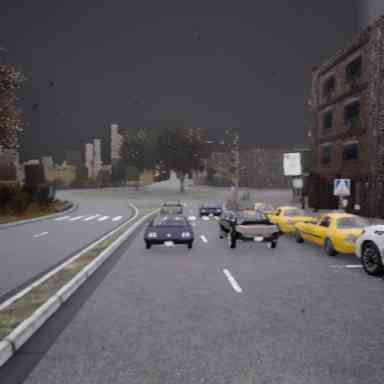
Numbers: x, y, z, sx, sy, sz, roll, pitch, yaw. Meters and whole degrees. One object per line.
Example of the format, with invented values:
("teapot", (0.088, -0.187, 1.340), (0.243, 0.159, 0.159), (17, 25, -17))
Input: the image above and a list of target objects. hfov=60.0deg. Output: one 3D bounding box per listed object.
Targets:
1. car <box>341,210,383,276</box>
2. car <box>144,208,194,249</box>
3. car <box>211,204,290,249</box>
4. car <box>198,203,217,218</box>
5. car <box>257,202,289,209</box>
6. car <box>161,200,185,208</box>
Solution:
("car", (5.944, 1.242, 7.267), (2.435, 2.045, 5.566), (0, 0, -4))
("car", (-0.967, 1.593, 14.349), (1.895, 1.301, 4.718), (0, 0, -3))
("car", (2.280, 1.486, 14.512), (2.128, 1.511, 4.902), (0, 0, -3))
("car", (1.533, 1.592, 29.482), (1.895, 1.301, 4.718), (0, 0, -1))
("car", (4.945, 1.471, 24.095), (1.946, 1.575, 5.366), (0, 0, -3))
("car", (-1.715, 1.448, 29.393), (2.128, 1.511, 4.902), (0, 0, -1))
